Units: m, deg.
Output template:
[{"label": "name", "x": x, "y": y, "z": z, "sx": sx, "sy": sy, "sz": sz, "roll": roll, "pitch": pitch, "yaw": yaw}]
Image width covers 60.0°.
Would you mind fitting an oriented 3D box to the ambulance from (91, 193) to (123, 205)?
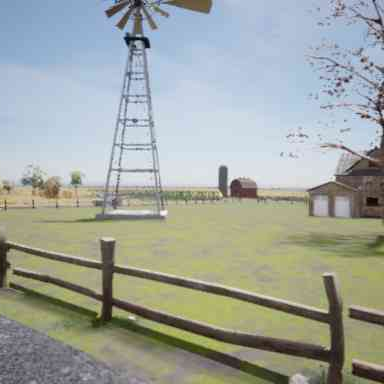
[{"label": "ambulance", "x": -16.662, "y": 1.430, "z": 65.284, "sx": 2.351, "sy": 2.431, "sz": 6.366, "roll": 1, "pitch": 0, "yaw": 35}]
